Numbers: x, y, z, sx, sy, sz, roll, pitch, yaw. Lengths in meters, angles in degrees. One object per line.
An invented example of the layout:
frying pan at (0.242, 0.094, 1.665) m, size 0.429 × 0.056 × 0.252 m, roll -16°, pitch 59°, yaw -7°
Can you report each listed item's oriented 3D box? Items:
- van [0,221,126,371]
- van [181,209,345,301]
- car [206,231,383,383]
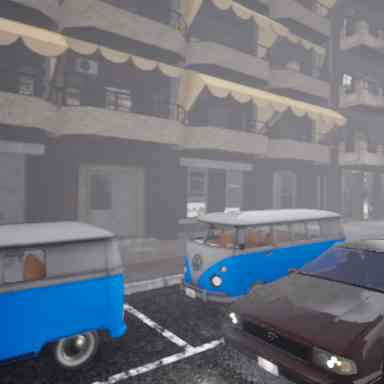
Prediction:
van at (-2.814, 1.342, 4.063) m, size 3.998 × 1.788 × 1.690 m, roll -1°, pitch 2°, yaw -35°
van at (1.692, 1.300, 7.273) m, size 3.998 × 1.788 × 1.690 m, roll -1°, pitch 2°, yaw -35°
car at (3.001, 1.507, 5.206) m, size 5.357 × 1.411 × 2.033 m, roll -1°, pitch 0°, yaw -35°
